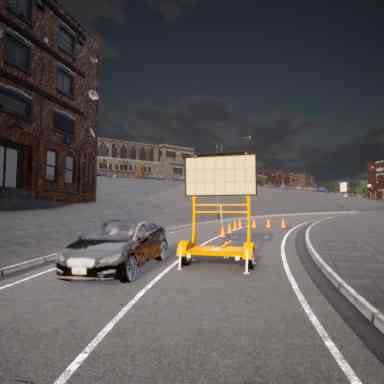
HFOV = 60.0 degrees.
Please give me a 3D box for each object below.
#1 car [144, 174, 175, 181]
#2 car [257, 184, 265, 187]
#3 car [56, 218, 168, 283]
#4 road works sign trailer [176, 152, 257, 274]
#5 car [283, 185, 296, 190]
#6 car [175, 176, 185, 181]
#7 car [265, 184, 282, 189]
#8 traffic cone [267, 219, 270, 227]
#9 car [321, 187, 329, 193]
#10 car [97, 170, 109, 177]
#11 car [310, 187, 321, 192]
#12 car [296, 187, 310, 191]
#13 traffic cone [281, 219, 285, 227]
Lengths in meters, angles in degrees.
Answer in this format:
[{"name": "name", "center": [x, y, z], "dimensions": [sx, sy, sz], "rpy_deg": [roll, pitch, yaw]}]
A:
[{"name": "car", "center": [-6.063, -2.266, 57.994], "dimensions": [4.892, 1.521, 2.231], "rpy_deg": [2, -5, -32]}, {"name": "car", "center": [12.378, -1.458, 70.212], "dimensions": [4.553, 1.767, 2.185], "rpy_deg": [3, -6, -35]}, {"name": "car", "center": [-2.115, 1.581, 10.057], "dimensions": [2.128, 1.511, 4.902], "rpy_deg": [-1, -1, 11]}, {"name": "road works sign trailer", "center": [0.985, 0.528, 10.954], "dimensions": [2.380, 3.560, 2.880], "rpy_deg": [-1, -1, 18]}, {"name": "car", "center": [21.328, -0.757, 76.989], "dimensions": [4.674, 1.452, 2.002], "rpy_deg": [3, -6, -38]}, {"name": "car", "center": [-1.374, -2.060, 60.900], "dimensions": [4.892, 1.521, 2.231], "rpy_deg": [3, -5, -32]}, {"name": "car", "center": [16.968, -1.034, 73.615], "dimensions": [4.792, 1.488, 2.163], "rpy_deg": [3, -6, -37]}, {"name": "traffic cone", "center": [5.338, 2.166, 23.209], "dimensions": [0.340, 0.580, 0.340], "rpy_deg": [-2, -1, 17]}, {"name": "car", "center": [34.043, -0.135, 87.749], "dimensions": [5.566, 2.045, 2.435], "rpy_deg": [5, -6, -41]}, {"name": "car", "center": [-15.366, -2.775, 52.256], "dimensions": [4.553, 1.767, 2.185], "rpy_deg": [2, -5, -32]}, {"name": "car", "center": [29.833, -0.344, 84.044], "dimensions": [4.553, 1.767, 2.185], "rpy_deg": [4, -6, -40]}, {"name": "car", "center": [25.538, -0.526, 80.398], "dimensions": [4.892, 1.521, 2.231], "rpy_deg": [4, -6, -39]}, {"name": "traffic cone", "center": [6.290, 2.136, 22.917], "dimensions": [0.340, 0.580, 0.340], "rpy_deg": [-2, -1, 17]}]
